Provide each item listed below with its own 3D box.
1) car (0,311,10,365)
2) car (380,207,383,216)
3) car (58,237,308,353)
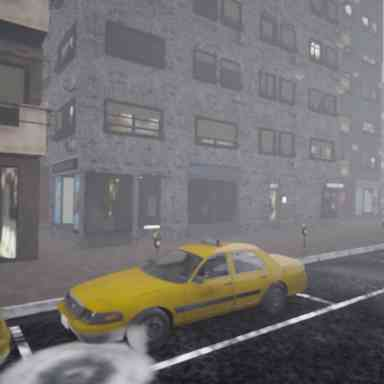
[{"bbox_3d":[-4.390,1.506,2.943,4.829,1.417,1.752,1,0,-35],"label":"car"},{"bbox_3d":[19.354,1.911,37.514,1.967,1.590,4.097,1,-1,-36],"label":"car"},{"bbox_3d":[0.145,1.561,6.166,4.829,1.417,1.752,1,0,-35],"label":"car"}]
